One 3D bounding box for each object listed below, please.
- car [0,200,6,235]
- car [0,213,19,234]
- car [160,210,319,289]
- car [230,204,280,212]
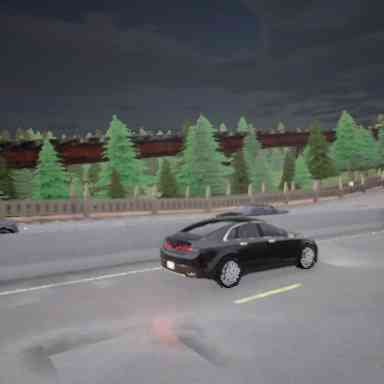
[{"bbox_3d":[-12.104,1.353,16.799,4.553,1.767,2.097,-1,0,-35],"label":"car"},{"bbox_3d":[-9.727,1.562,14.203,4.181,1.385,1.994,0,0,-35],"label":"car"},{"bbox_3d":[1.483,1.445,9.106,4.892,1.490,1.837,0,0,-36],"label":"car"},{"bbox_3d":[3.525,1.422,19.284,5.357,1.411,2.033,-1,0,-36],"label":"car"}]
